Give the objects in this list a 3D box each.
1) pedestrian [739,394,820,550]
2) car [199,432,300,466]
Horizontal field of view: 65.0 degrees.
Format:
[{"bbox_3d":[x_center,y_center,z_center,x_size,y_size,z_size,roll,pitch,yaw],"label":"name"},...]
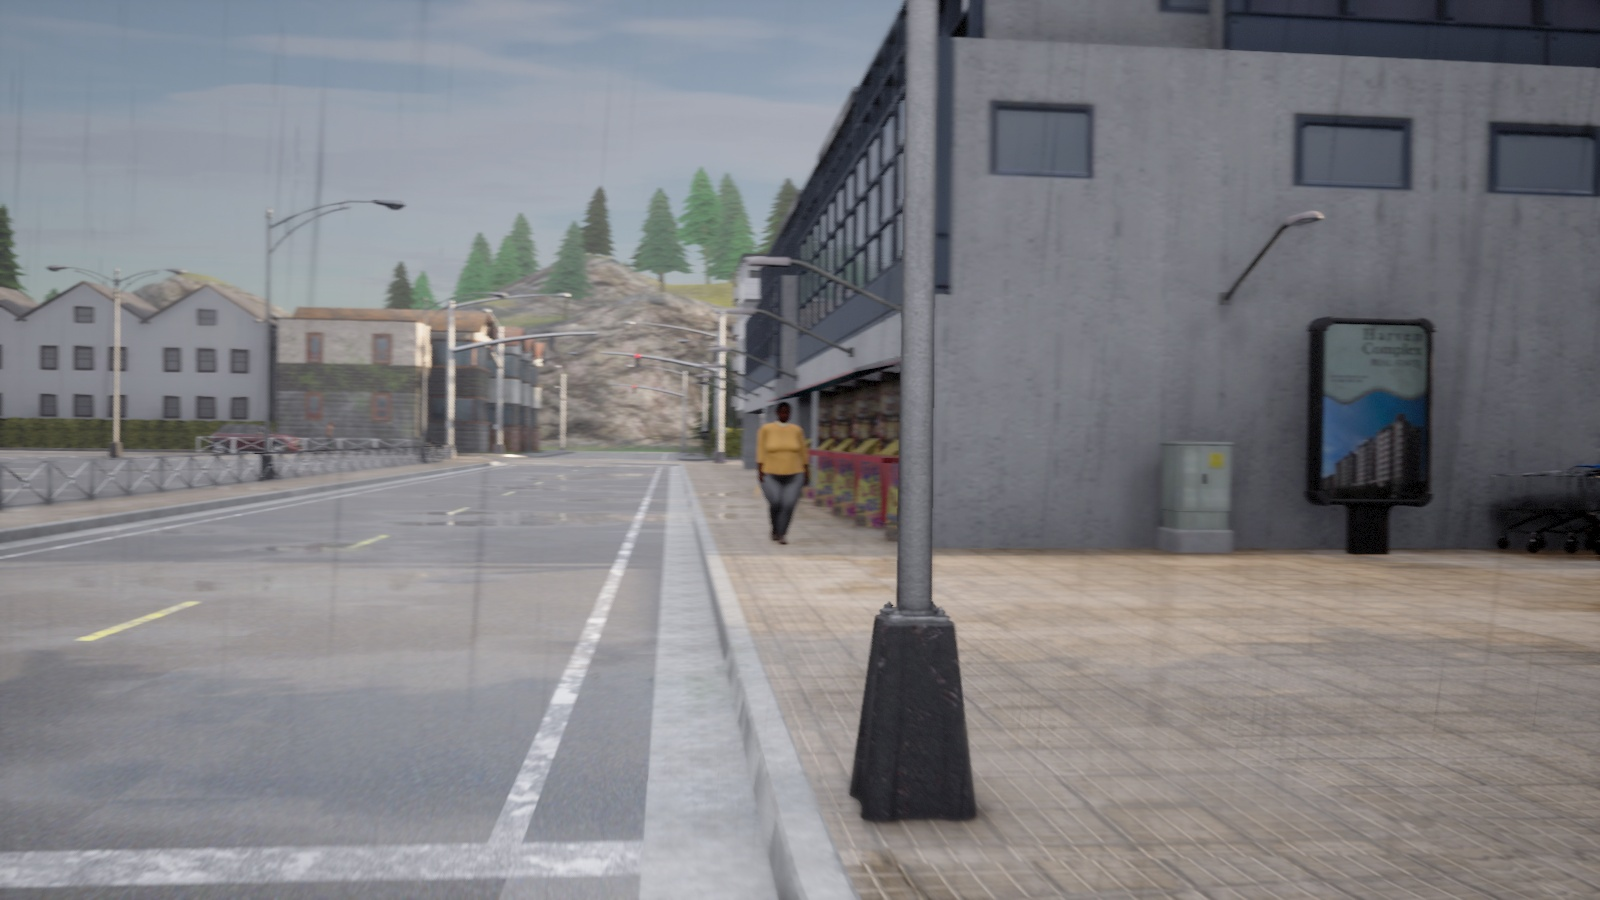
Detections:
[{"bbox_3d":[-0.263,0.259,15.485,0.874,1.855,0.900,0,1,-9],"label":"pedestrian"},{"bbox_3d":[-29.466,-0.050,67.325,4.553,1.767,2.097,0,1,-6],"label":"car"}]
